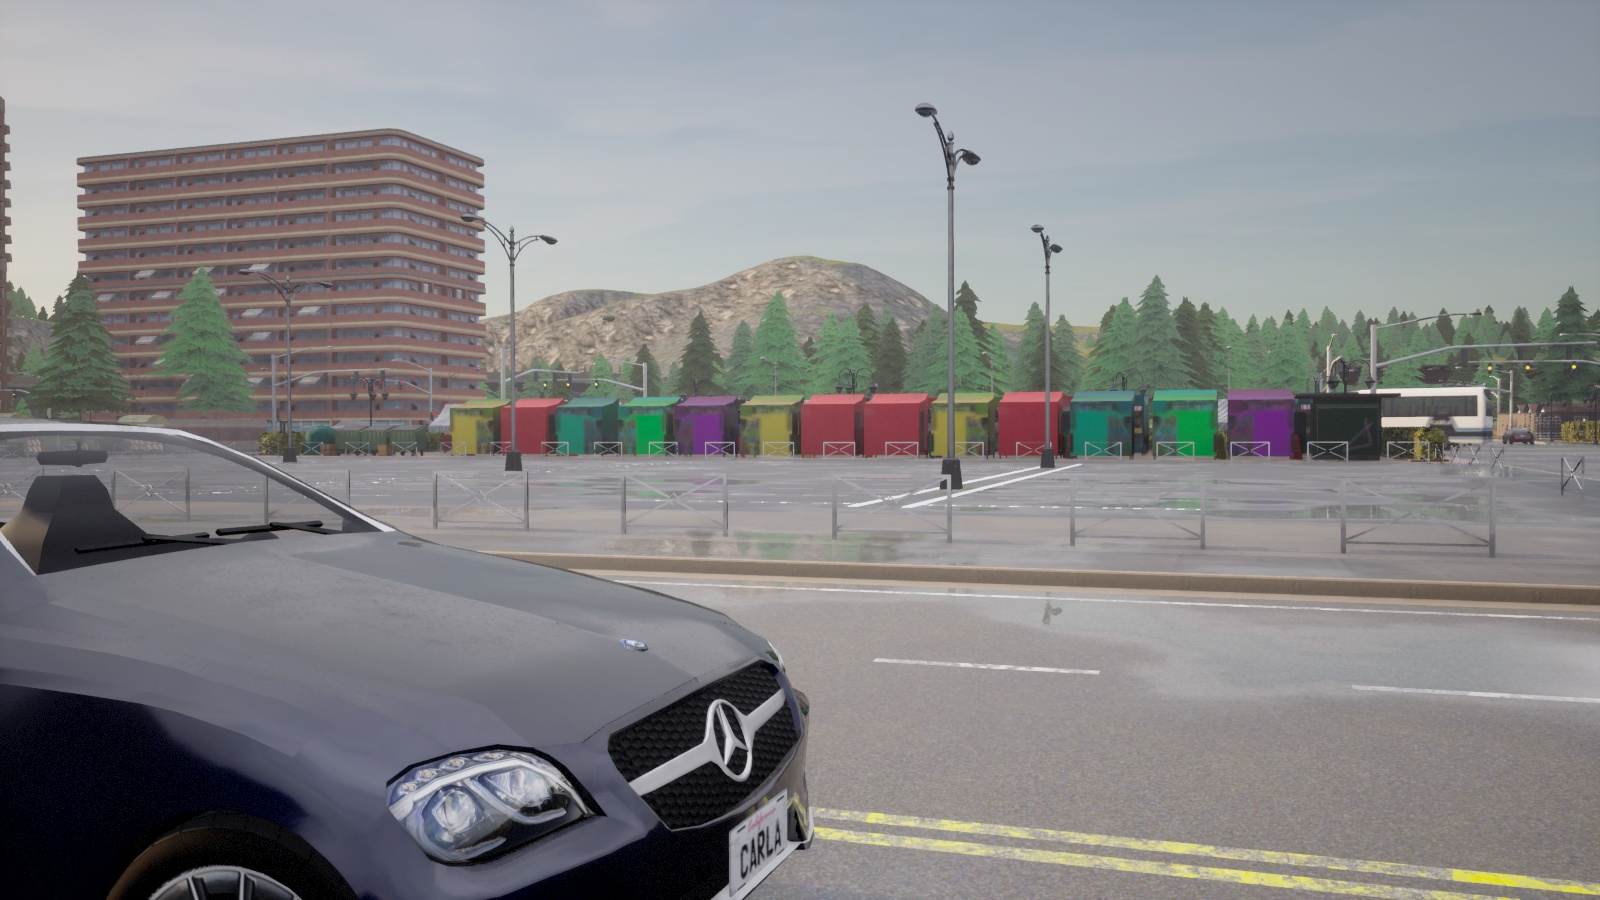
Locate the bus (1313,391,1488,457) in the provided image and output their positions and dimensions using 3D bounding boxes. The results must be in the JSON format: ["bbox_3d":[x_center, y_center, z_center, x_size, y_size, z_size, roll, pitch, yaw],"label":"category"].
[{"bbox_3d":[41.172,-1.778,86.317,10.273,4.253,3.944,1,1,37],"label":"bus"}]

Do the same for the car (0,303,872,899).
[{"bbox_3d":[-2.485,0.531,4.025,5.027,1.651,2.152,1,1,19],"label":"car"}]
